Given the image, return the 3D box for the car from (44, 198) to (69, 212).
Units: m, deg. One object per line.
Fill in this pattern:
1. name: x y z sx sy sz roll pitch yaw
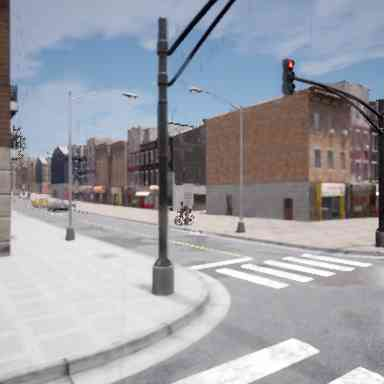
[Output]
1. car: -16.856 1.756 41.879 1.994 1.385 4.181 0 1 -35

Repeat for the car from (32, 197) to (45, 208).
1. car: -22.654 1.530 50.029 1.882 1.535 5.008 0 1 -35

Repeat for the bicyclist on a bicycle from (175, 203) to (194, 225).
1. bicyclist on a bicycle: -0.518 1.573 23.802 1.656 1.620 0.582 0 0 -35
